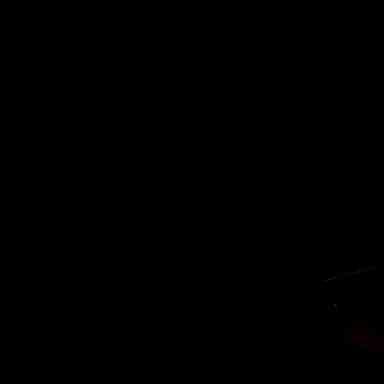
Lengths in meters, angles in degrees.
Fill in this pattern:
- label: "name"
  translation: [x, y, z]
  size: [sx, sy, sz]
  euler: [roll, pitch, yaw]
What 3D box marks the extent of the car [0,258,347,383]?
- label: "car"
  translation: [-0.461, 1.548, 3.665]
  size: [5.357, 1.411, 2.033]
  euler: [0, 0, -36]
